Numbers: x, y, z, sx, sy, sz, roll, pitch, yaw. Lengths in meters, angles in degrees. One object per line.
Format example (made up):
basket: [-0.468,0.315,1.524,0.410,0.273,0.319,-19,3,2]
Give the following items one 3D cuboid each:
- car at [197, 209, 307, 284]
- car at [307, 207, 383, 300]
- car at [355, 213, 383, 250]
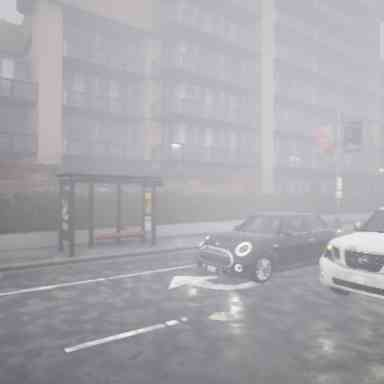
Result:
car: [2.354,1.409,9.896,4.553,1.767,2.097,1,0,-35]
car: [5.371,1.288,7.733,5.566,2.045,2.150,1,0,-35]
car: [9.381,1.687,14.901,4.181,1.385,1.994,1,0,-35]
